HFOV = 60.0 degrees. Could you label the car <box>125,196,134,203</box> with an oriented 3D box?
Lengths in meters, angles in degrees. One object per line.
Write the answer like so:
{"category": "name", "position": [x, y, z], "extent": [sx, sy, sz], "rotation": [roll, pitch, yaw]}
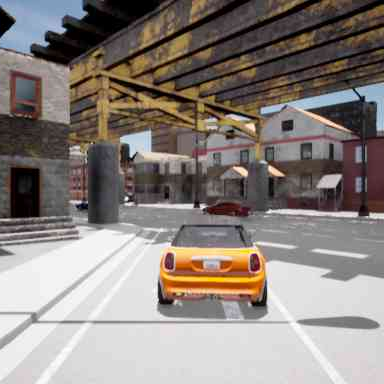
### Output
{"category": "car", "position": [-13.468, 1.284, 62.316], "extent": [4.536, 1.218, 1.853], "rotation": [0, 0, -15]}

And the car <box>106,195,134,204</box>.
{"category": "car", "position": [-13.518, 1.441, 62.302], "extent": [4.974, 1.542, 2.038], "rotation": [0, 0, -15]}

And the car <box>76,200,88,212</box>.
{"category": "car", "position": [-11.193, 1.594, 37.523], "extent": [1.895, 1.301, 4.718], "rotation": [0, 0, -45]}

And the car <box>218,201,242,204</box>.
{"category": "car", "position": [3.004, 1.520, 28.475], "extent": [1.812, 1.442, 4.674], "rotation": [0, 0, -45]}

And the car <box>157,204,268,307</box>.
{"category": "car", "position": [0.516, 1.350, 8.170], "extent": [2.097, 1.767, 4.553], "rotation": [0, 0, 4]}

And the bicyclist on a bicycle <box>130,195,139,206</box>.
{"category": "bicyclist on a bicycle", "position": [-8.668, 1.294, 50.549], "extent": [1.656, 1.620, 0.582], "rotation": [0, 0, -45]}
